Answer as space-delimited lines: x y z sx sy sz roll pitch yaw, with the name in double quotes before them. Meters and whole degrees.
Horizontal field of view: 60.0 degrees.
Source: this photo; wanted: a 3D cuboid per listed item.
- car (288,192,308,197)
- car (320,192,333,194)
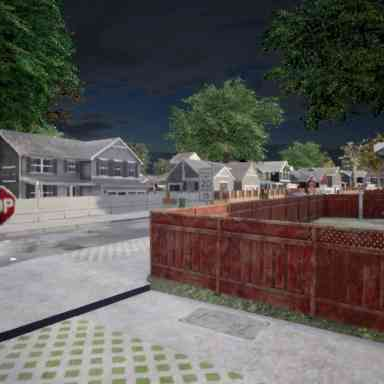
"car" 14.899 0.690 46.204 2.033 1.411 5.357 0 1 35
"car" 19.537 0.675 48.041 1.895 1.301 4.718 0 1 35
